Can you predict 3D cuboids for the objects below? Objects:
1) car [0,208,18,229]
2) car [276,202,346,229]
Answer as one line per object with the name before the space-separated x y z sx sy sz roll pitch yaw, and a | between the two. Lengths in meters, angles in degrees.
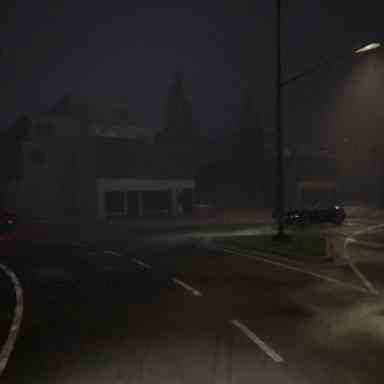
car | -12.979 1.623 20.381 4.674 1.442 1.812 -1 0 16
car | 7.397 1.380 20.629 4.902 1.511 2.128 -1 0 -29
